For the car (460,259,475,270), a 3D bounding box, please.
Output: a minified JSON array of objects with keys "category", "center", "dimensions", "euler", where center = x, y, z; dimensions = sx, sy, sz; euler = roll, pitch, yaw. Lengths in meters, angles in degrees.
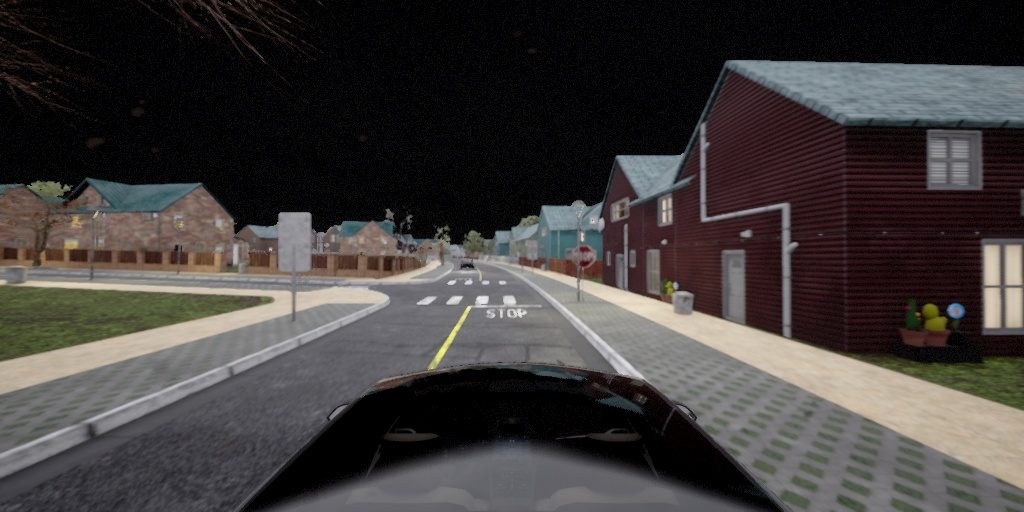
[{"category":"car","center":[-5.613,1.078,45.252],"dimensions":[1.895,1.301,4.718],"euler":[0,0,-7]}]
